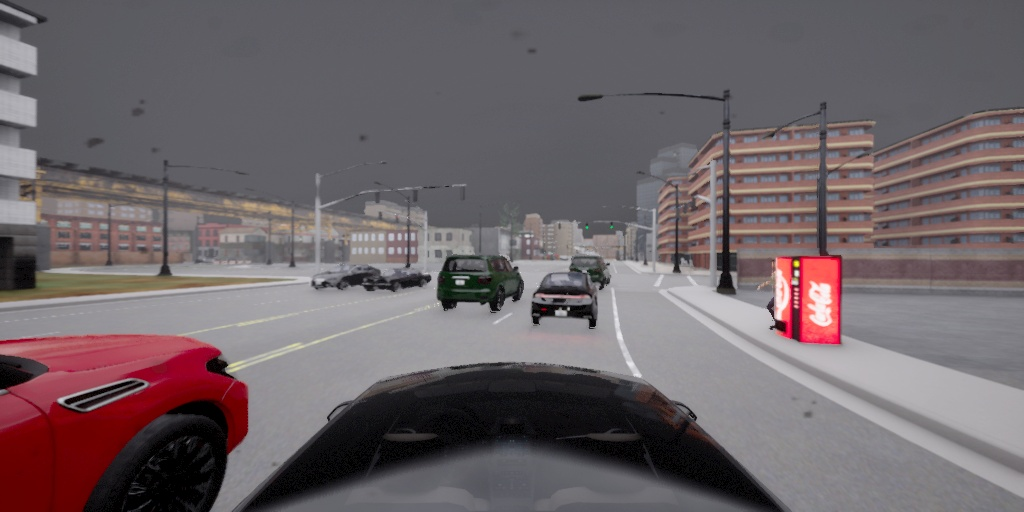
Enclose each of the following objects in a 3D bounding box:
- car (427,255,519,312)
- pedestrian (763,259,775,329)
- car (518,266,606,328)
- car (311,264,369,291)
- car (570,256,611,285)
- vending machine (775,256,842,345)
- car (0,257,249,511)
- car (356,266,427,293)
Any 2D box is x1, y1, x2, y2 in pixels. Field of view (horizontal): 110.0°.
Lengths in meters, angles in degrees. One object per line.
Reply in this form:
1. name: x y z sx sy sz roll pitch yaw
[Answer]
1. car: -1.086 0.984 14.558 2.150 2.045 5.566 0 0 14
2. pedestrian: 6.680 0.931 9.029 0.375 1.860 0.375 0 0 15
3. car: 1.808 1.264 11.614 2.128 1.511 4.902 0 0 13
4. car: -10.091 1.262 22.239 2.128 1.511 4.902 0 0 15
5. car: 5.233 1.020 23.956 2.150 2.045 5.566 0 0 21
6. vending machine: 6.750 0.984 8.242 1.100 2.100 0.880 0 0 14
7. car: -3.274 0.957 0.609 2.150 2.045 5.566 0 0 0
8. car: -6.718 1.401 21.304 1.895 1.301 4.718 0 0 15
